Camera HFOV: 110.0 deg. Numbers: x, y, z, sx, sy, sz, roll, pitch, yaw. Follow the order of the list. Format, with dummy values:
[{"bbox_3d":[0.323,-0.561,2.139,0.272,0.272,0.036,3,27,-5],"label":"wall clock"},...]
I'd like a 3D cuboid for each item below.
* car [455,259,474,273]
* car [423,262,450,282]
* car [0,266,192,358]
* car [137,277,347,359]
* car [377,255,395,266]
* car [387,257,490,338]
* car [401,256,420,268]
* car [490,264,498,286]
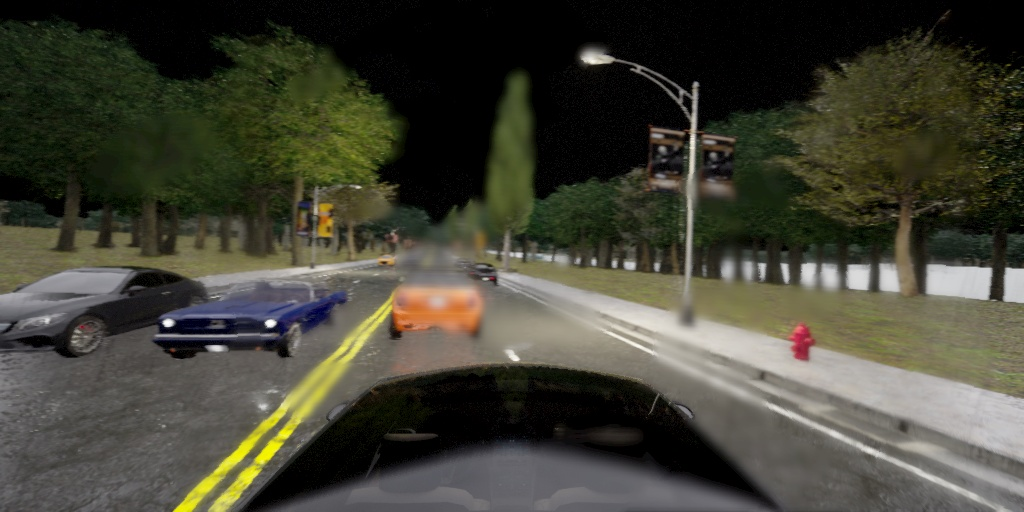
[{"bbox_3d":[-5.757,1.133,42.863,1.837,1.490,4.892,3,0,-12],"label":"car"},{"bbox_3d":[-6.021,1.180,28.560,1.895,1.301,4.718,3,0,-12],"label":"car"},{"bbox_3d":[-8.376,0.941,7.412,1.812,1.442,4.674,3,0,-12],"label":"car"},{"bbox_3d":[-5.164,1.161,7.899,1.895,1.301,4.718,3,0,-12],"label":"car"},{"bbox_3d":[-17.244,0.602,49.423,1.882,1.535,5.008,3,0,-12],"label":"car"},{"bbox_3d":[-2.097,1.056,10.113,2.097,1.767,4.553,3,0,-12],"label":"car"},{"bbox_3d":[-14.012,0.818,49.821,2.033,1.411,5.357,3,0,-11],"label":"car"},{"bbox_3d":[-2.182,1.249,25.973,1.837,1.490,4.892,3,0,-12],"label":"car"}]
